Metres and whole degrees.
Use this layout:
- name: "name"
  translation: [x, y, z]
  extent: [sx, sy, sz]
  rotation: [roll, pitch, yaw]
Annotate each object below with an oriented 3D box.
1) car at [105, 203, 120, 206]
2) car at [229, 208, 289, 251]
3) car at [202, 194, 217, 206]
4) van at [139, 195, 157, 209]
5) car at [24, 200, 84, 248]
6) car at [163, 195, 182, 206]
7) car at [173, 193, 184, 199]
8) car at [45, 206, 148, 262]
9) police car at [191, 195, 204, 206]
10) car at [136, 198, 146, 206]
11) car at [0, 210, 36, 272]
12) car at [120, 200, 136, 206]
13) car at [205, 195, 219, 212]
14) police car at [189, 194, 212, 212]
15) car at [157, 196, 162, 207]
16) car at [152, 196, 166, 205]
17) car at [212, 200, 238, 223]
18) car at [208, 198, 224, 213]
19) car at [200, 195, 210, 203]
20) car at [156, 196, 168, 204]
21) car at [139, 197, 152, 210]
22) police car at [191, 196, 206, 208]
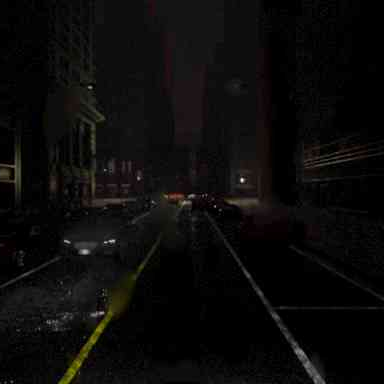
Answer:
- name: "car"
  translation: [-5.768, 1.533, 19.271]
  extent: [1.947, 1.339, 4.313]
  rotation: [0, 0, 0]
- name: "car"
  translation: [2.758, 1.559, 13.642]
  extent: [1.802, 1.307, 4.206]
  rotation: [0, 0, 0]
- name: "car"
  translation: [2.750, 1.239, 53.094]
  extent: [2.192, 1.841, 5.009]
  rotation: [0, 0, 0]
- name: "van"
  translation: [-5.773, 1.277, 41.817]
  extent: [1.690, 1.788, 3.998]
  rotation: [0, 0, 0]
- name: "car"
  translation: [-5.768, 1.292, 13.634]
  extent: [2.192, 1.841, 5.009]
  rotation: [0, 0, 0]
- name: "car"
  translation: [-3.080, 1.526, 52.514]
  extent: [1.895, 1.301, 4.718]
  rotation: [0, 0, 0]
- name: "car"
  translation: [-4.456, 1.080, 88.988]
  extent: [4.553, 1.767, 2.097]
  rotation: [0, 0, 38]
- name: "car"
  translation: [-3.102, 1.471, 12.072]
  extent: [2.128, 1.511, 4.902]
  rotation: [0, 0, 0]
- name: "police car"
  translation: [0.859, 1.349, 53.550]
  extent: [1.930, 1.638, 5.238]
  rotation: [0, 0, 0]
- name: "car"
  translation: [-5.770, 1.501, 30.544]
  extent: [2.008, 1.369, 4.403]
  rotation: [0, 0, 0]
- name: "car"
  translation: [-5.767, 1.427, 7.997]
  extent: [1.967, 1.590, 4.097]
  rotation: [0, 0, 0]
- name: "car"
  translation: [-5.769, 1.524, 24.907]
  extent: [1.947, 1.339, 4.313]
  rotation: [0, 0, 0]
- name: "car"
  translation: [2.753, 1.382, 36.187]
  extent: [1.967, 1.590, 4.097]
  rotation: [0, 0, 0]
- name: "police car"
  translation: [0.894, 1.366, 37.550]
  extent: [1.930, 1.638, 5.238]
  rotation: [0, 0, 0]
- name: "car"
  translation: [-5.773, 1.455, 47.284]
  extent: [1.752, 1.417, 4.829]
  rotation: [0, 0, 0]
- name: "car"
  translation: [-5.775, 1.486, 58.727]
  extent: [1.947, 1.339, 4.313]
  rotation: [0, 0, 0]
- name: "car"
  translation: [2.756, 1.540, 24.914]
  extent: [1.802, 1.307, 4.206]
  rotation: [0, 0, 0]
- name: "car"
  translation: [2.755, 1.532, 30.551]
  extent: [1.802, 1.307, 4.206]
  rotation: [0, 0, 0]
- name: "car"
  translation: [2.748, 1.353, 70.003]
  extent: [1.967, 1.590, 4.097]
  rotation: [0, 0, 0]
- name: "car"
  translation: [-5.776, 1.482, 64.364]
  extent: [1.947, 1.339, 4.313]
  rotation: [0, 0, 0]
- name: "car"
  translation: [-5.771, 1.524, 36.181]
  extent: [1.802, 1.307, 4.206]
  rotation: [0, 0, 0]
- name: "police car"
  translation: [0.861, 1.355, 47.550]
  extent: [1.930, 1.638, 5.238]
  rotation: [0, 0, 0]
